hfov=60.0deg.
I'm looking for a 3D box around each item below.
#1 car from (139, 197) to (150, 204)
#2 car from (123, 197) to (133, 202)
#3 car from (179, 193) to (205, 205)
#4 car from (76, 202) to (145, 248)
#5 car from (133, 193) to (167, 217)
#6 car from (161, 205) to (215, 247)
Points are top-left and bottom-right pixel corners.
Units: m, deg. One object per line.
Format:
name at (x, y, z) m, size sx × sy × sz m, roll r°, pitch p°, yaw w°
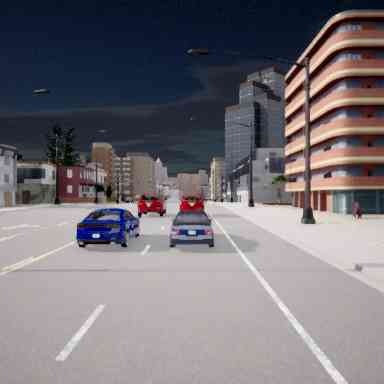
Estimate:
car at (-10.508, 1.874, 73.962) m, size 1.994 × 1.385 × 4.181 m, roll 0°, pitch -2°, yaw 0°
car at (-14.009, 1.825, 73.964) m, size 1.837 × 1.490 × 4.892 m, roll 0°, pitch -2°, yaw 0°
car at (-0.004, 1.104, 29.678) m, size 2.150 × 2.045 × 5.566 m, roll 0°, pitch 0°, yaw 0°
car at (-3.502, 1.440, 14.646) m, size 1.882 × 1.535 × 5.008 m, roll 0°, pitch 0°, yaw 0°
car at (-3.504, 1.107, 29.677) m, size 2.150 × 2.045 × 5.566 m, roll 0°, pitch 0°, yaw 0°
car at (-0.002, 1.516, 14.647) m, size 2.033 × 1.411 × 5.357 m, roll 0°, pitch 0°, yaw 0°
